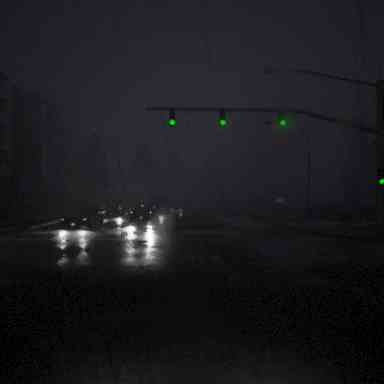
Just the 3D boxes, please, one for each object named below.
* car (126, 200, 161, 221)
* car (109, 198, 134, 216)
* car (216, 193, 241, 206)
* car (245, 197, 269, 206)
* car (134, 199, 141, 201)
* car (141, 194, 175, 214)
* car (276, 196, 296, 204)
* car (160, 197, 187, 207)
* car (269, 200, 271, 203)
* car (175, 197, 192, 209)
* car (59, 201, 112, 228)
[{"bbox_3d":[-3.846,1.616,27.058,1.895,1.301,4.718,0,0,-1],"label":"car"},{"bbox_3d":[-7.271,1.367,32.068,2.097,1.767,4.553,0,0,0],"label":"car"},{"bbox_3d":[6.188,1.269,56.099,2.150,2.045,5.566,0,0,34],"label":"car"},{"bbox_3d":[10.755,1.653,56.144,1.895,1.301,4.718,0,0,36],"label":"car"},{"bbox_3d":[-6.672,1.571,41.991,2.033,1.411,5.357,0,0,11],"label":"car"},{"bbox_3d":[-3.643,1.244,36.759,2.150,2.045,5.566,0,0,5],"label":"car"},{"bbox_3d":[18.085,1.591,64.064,4.674,1.442,1.812,0,0,-37],"label":"car"},{"bbox_3d":[-2.919,1.583,53.724,2.033,1.411,5.357,0,0,25],"label":"car"},{"bbox_3d":[13.017,1.608,64.343,5.357,1.411,2.033,0,0,-40],"label":"car"},{"bbox_3d":[-1.576,1.633,47.346,1.895,1.301,4.718,0,0,19],"label":"car"},{"bbox_3d":[-7.227,1.556,22.593,2.033,1.411,5.357,0,0,-2],"label":"car"}]
